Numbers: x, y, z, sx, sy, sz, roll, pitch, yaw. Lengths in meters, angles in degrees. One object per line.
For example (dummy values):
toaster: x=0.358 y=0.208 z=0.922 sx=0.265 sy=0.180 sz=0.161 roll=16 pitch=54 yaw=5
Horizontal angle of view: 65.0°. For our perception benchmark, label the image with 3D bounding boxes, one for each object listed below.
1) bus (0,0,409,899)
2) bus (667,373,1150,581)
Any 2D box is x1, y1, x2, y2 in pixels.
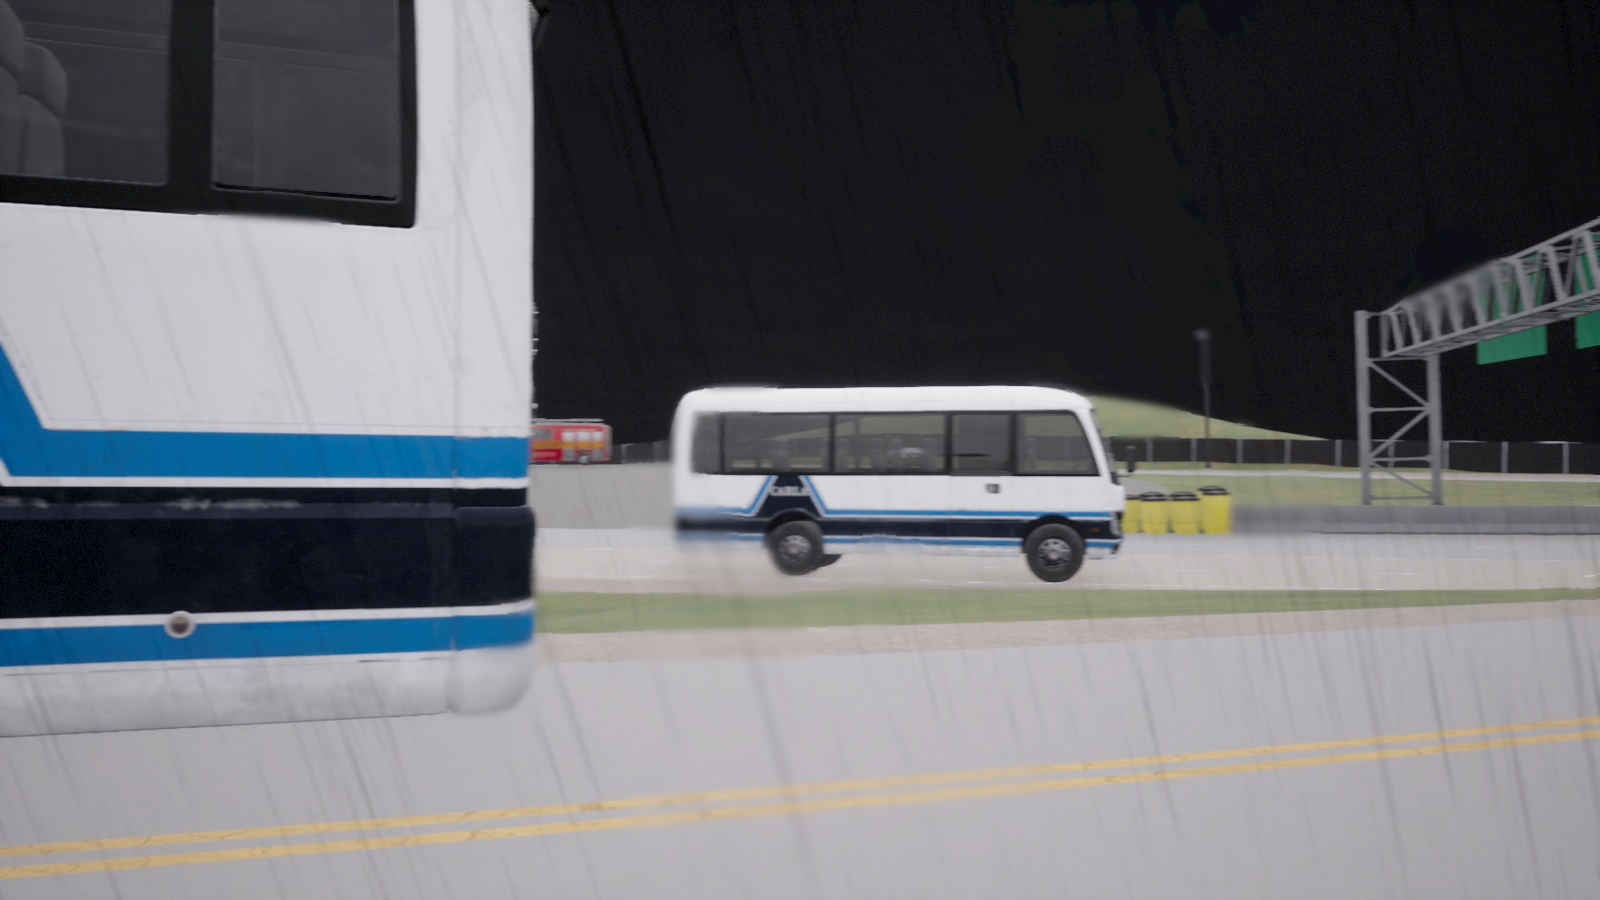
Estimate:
bus: x=-6.778 y=-0.596 z=4.289 sx=10.273 sy=4.253 sz=3.944 roll=0 pitch=1 yaw=-19
bus: x=2.528 y=0.634 z=28.715 sx=10.273 sy=4.253 sz=3.944 roll=-1 pitch=1 yaw=13
